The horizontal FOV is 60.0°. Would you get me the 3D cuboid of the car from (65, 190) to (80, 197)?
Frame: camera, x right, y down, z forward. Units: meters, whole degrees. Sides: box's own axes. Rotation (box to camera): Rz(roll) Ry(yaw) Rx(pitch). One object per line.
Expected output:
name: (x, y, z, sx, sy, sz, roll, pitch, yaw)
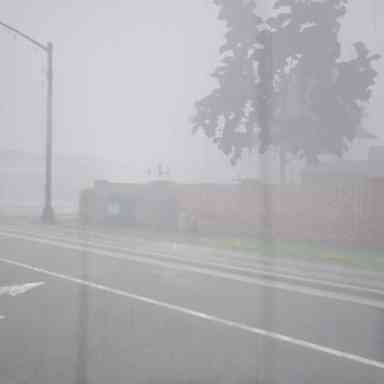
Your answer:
car: (-23.676, 0.326, 67.564, 1.970, 1.475, 3.806, 1, 1, 36)
